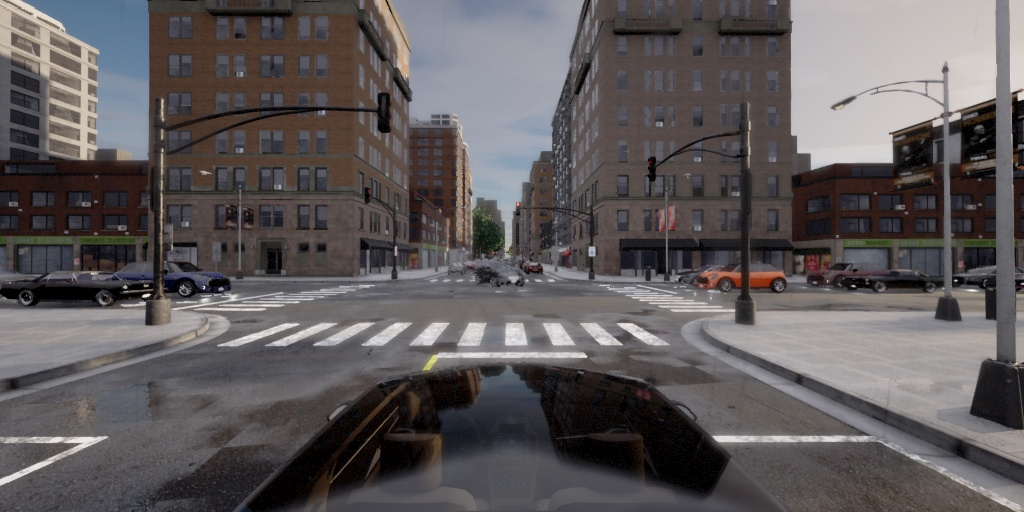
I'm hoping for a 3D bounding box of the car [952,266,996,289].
[{"bbox_3d":[32.769,1.446,24.524,4.892,1.490,1.837,0,0,0],"label":"car"}]

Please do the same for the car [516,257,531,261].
[{"bbox_3d":[2.273,1.128,56.427,2.192,1.841,5.009,0,0,-1],"label":"car"}]

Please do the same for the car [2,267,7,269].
[{"bbox_3d":[-25.920,1.182,17.367,5.357,1.411,2.033,0,0,-1],"label":"car"}]

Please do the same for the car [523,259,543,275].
[{"bbox_3d":[2.461,1.324,39.907,1.888,1.381,4.507,0,0,-1],"label":"car"}]

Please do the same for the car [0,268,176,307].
[{"bbox_3d":[-16.666,1.246,14.185,4.718,1.301,1.895,0,0,0],"label":"car"}]

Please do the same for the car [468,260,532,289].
[{"bbox_3d":[-0.938,1.249,23.599,2.128,1.511,4.902,0,0,-26],"label":"car"}]

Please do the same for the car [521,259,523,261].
[{"bbox_3d":[2.399,1.354,45.414,1.948,1.339,4.313,0,0,-1],"label":"car"}]

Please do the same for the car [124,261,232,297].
[{"bbox_3d":[-16.447,1.024,17.470,4.553,1.767,2.097,0,0,-1],"label":"car"}]

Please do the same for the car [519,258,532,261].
[{"bbox_3d":[2.334,1.325,51.091,1.751,1.417,4.829,0,0,-1],"label":"car"}]

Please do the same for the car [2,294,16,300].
[{"bbox_3d":[-5.855,1.190,1.453,1.967,1.591,4.097,0,0,0],"label":"car"}]

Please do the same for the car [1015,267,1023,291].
[{"bbox_3d":[32.316,1.477,21.271,4.181,1.385,1.994,0,0,-1],"label":"car"}]

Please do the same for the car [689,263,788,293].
[{"bbox_3d":[13.391,1.180,21.130,4.553,1.767,2.097,0,0,0],"label":"car"}]

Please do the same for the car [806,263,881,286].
[{"bbox_3d":[22.885,1.249,24.453,4.553,1.767,2.097,0,0,-1],"label":"car"}]

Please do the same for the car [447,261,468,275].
[{"bbox_3d":[-6.064,1.329,39.814,2.007,1.370,4.403,0,0,-1],"label":"car"}]

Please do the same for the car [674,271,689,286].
[{"bbox_3d":[13.691,1.347,24.398,4.902,1.511,2.128,0,0,0],"label":"car"}]

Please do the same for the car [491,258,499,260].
[{"bbox_3d":[-3.466,1.314,55.169,1.837,1.490,4.892,0,0,0],"label":"car"}]

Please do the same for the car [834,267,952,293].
[{"bbox_3d":[22.377,1.469,21.199,4.718,1.301,1.895,0,0,-1],"label":"car"}]
